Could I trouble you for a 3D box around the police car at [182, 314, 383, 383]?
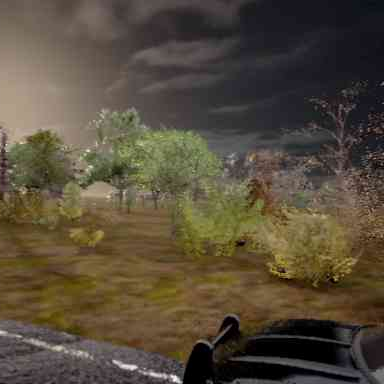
[{"bbox_3d":[2.451,1.594,2.449,5.238,1.638,1.930,1,-2,25],"label":"police car"}]
